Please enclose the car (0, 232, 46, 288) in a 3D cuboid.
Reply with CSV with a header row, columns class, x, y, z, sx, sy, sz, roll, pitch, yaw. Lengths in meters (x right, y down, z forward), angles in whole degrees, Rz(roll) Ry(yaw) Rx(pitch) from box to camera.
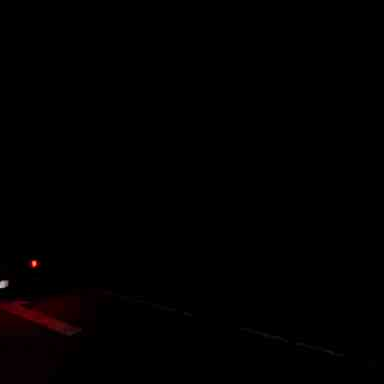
class,x,y,z,sx,sy,sz,roll,pitch,yaw
car,-5.643,1.584,8.016,4.718,1.301,1.895,0,0,36
